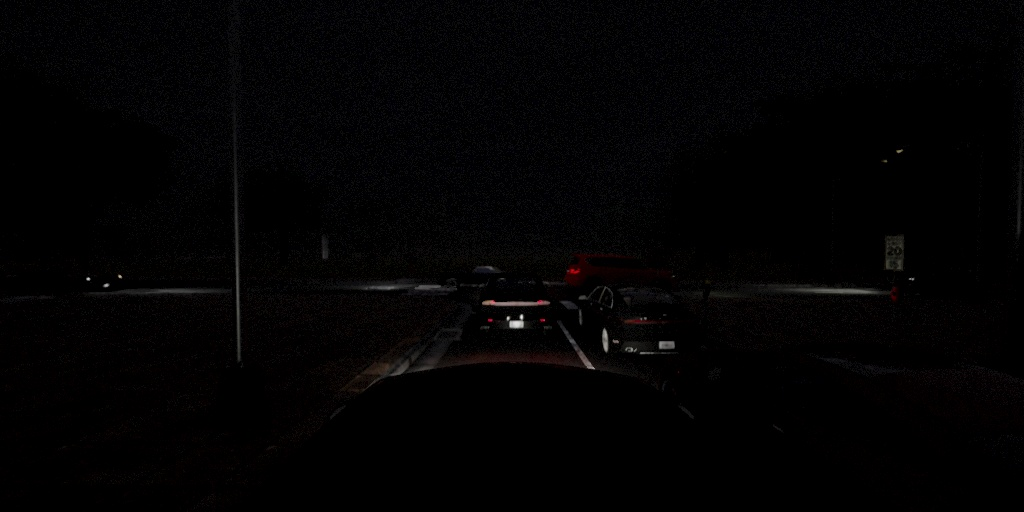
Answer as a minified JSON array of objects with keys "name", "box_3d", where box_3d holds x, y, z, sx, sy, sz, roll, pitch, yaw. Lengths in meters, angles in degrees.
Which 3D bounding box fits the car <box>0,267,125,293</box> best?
[{"name":"car","box_3d":[-23.307,1.215,18.641,4.718,1.301,1.895,0,2,0]}]

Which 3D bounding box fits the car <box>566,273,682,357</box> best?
[{"name":"car","box_3d":[2.647,1.267,8.280,2.007,1.370,4.403,0,0,0]}]

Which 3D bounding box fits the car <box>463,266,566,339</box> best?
[{"name":"car","box_3d":[0.073,1.200,9.905,2.128,1.511,4.902,0,0,-1]}]

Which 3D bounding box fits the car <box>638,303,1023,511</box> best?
[{"name":"car","box_3d":[2.638,1.327,2.748,1.802,1.307,4.207,0,0,0]}]

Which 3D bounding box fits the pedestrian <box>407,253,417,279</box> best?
[{"name":"pedestrian","box_3d":[-6.844,0.649,24.469,0.375,1.860,0.375,0,1,0]}]

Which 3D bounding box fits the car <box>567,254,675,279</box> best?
[{"name":"car","box_3d":[5.589,0.956,18.628,5.566,2.045,2.150,2,1,0]}]

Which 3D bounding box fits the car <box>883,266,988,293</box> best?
[{"name":"car","box_3d":[25.303,1.372,21.540,4.902,1.511,2.128,1,2,0]}]

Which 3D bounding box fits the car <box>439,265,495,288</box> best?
[{"name":"car","box_3d":[-1.940,1.223,21.579,4.718,1.301,1.895,0,1,0]}]
